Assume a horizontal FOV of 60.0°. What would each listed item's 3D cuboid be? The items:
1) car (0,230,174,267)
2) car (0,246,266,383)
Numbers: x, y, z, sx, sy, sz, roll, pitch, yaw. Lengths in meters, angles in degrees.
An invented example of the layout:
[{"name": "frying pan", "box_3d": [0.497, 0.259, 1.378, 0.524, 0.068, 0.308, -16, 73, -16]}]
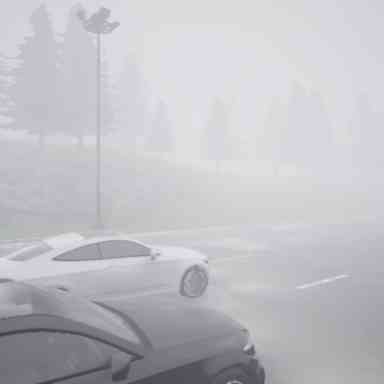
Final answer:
[{"name": "car", "box_3d": [-1.716, 1.528, 6.821, 4.674, 1.442, 1.812, 0, 0, -35]}, {"name": "car", "box_3d": [-1.462, 1.526, 2.703, 4.674, 1.442, 1.812, 0, 0, -35]}]
